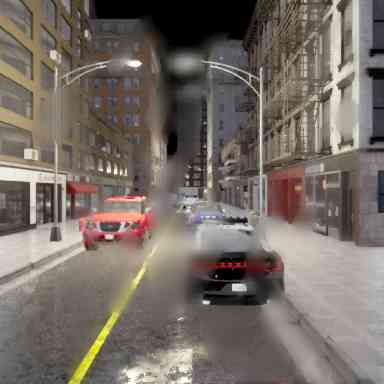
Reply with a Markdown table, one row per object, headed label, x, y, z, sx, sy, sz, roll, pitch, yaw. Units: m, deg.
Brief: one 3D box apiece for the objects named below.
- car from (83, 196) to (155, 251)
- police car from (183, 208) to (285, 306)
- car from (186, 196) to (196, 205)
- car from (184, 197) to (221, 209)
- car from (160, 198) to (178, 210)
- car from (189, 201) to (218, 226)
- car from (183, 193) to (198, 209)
| label | x | y | z | sx | sy | sz | roll | pitch | yaw |
| --- | --- | --- | --- | --- | --- | --- | --- | --- | --- |
| car | -2.896 | 1.218 | 14.383 | 2.150 | 2.045 | 5.566 | 0 | 0 | 0 |
| police car | 0.799 | 1.424 | 8.260 | 1.930 | 1.638 | 5.238 | 0 | 0 | 0 |
| car | -0.193 | 1.517 | 60.745 | 1.812 | 1.442 | 4.674 | 0 | 0 | 0 |
| car | 0.767 | 1.347 | 18.121 | 2.097 | 1.767 | 4.553 | 0 | 0 | 0 |
| car | -2.885 | 1.495 | 42.876 | 1.837 | 1.490 | 4.892 | 0 | 0 | 0 |
| car | 0.749 | 1.472 | 24.150 | 1.882 | 1.535 | 5.008 | 0 | 0 | 0 |
| car | -0.110 | 1.212 | 45.946 | 2.150 | 2.045 | 5.566 | 0 | 0 | 0 |
